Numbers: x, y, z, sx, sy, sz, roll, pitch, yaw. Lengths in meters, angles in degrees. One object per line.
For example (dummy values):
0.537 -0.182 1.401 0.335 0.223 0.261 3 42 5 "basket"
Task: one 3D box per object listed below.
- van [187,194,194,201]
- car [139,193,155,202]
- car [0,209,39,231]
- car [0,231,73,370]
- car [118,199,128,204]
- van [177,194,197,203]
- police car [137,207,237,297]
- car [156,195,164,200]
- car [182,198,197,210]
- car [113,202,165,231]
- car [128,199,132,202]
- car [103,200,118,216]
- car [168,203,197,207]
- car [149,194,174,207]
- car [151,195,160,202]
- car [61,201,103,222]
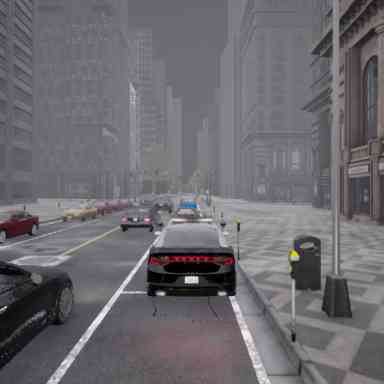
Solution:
-0.341 1.378 86.845 1.690 1.788 3.998 0 0 0 "van"
-6.125 1.214 47.378 2.150 2.045 5.566 0 0 0 "car"
-8.908 1.546 15.730 1.887 1.381 4.507 0 0 0 "car"
-3.044 1.526 4.100 1.812 1.442 4.674 0 0 0 "car"
-8.903 1.549 37.832 1.887 1.381 4.507 0 0 0 "car"
-0.353 1.345 32.286 1.690 1.788 3.998 0 0 0 "van"
-0.007 1.426 8.759 1.930 1.638 5.238 0 0 0 "police car"
-8.864 1.587 92.031 1.887 1.381 4.507 0 0 0 "car"
-0.347 1.551 43.336 1.887 1.381 4.507 0 0 0 "car"
-3.037 1.549 20.351 2.033 1.411 5.357 0 0 0 "car"
-8.902 1.551 43.358 1.887 1.381 4.507 0 0 0 "car"
-8.905 1.548 32.307 1.887 1.381 4.507 0 0 0 "car"
-0.361 1.584 21.236 1.802 1.307 4.206 0 0 0 "car"
-3.129 1.355 36.185 2.097 1.767 4.553 0 0 0 "car"
-8.875 1.557 81.281 1.752 1.417 4.829 0 0 0 "car"
-8.906 1.528 26.612 1.752 1.417 4.829 0 0 0 "car"
